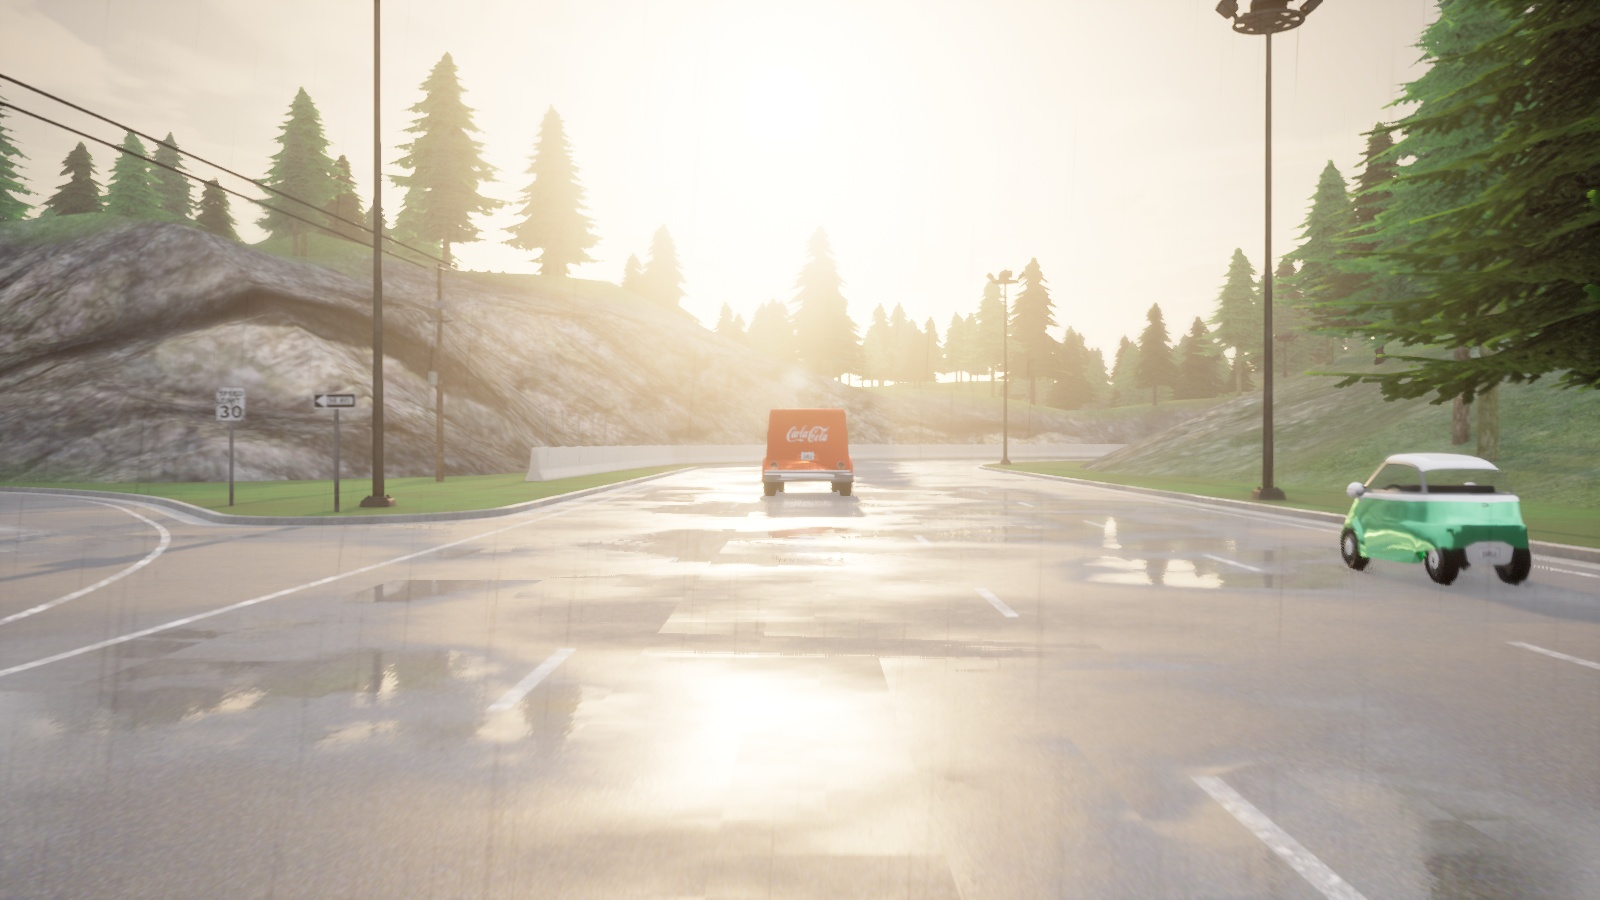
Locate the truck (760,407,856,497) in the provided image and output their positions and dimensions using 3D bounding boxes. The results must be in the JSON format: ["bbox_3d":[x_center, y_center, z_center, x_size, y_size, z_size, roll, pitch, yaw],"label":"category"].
[{"bbox_3d":[0.226,0.050,36.964,2.627,2.467,5.204,0,0,0],"label":"truck"}]

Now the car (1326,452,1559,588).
[{"bbox_3d":[7.096,0.727,14.071,1.481,1.376,2.207,0,1,0],"label":"car"}]
